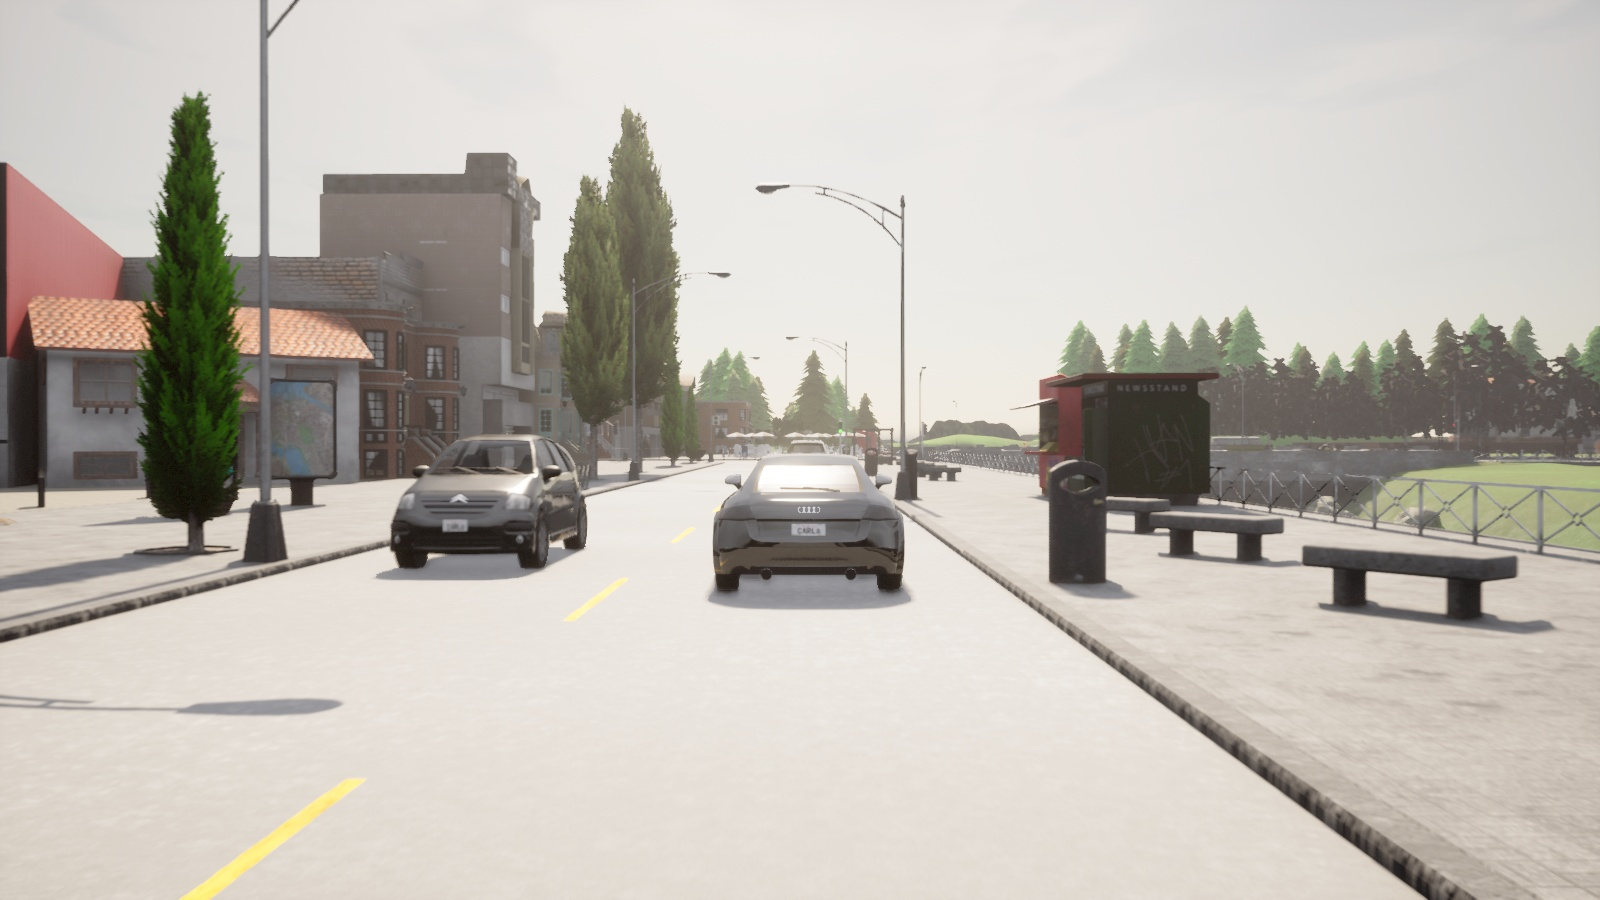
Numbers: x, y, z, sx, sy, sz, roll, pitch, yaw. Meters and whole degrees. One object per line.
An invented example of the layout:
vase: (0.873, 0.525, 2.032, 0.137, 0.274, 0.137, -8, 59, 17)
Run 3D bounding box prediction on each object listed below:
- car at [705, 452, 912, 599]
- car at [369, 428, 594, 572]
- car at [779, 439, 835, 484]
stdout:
car: (0.094, 0.730, 14.185, 1.994, 1.385, 4.181, 0, 0, 0)
car: (-3.895, 0.551, 16.076, 1.851, 1.617, 3.988, 0, 0, 0)
car: (0.282, 0.405, 48.239, 2.033, 1.649, 4.856, 0, 0, 0)
